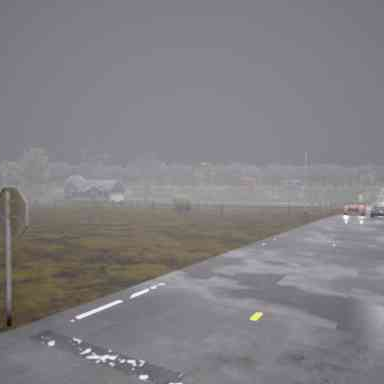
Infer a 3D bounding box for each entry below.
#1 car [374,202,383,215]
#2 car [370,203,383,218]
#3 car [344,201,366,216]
[{"bbox_3d":[24.588,2.089,42.852,1.812,1.442,4.674,0,-1,31],"label":"car"},{"bbox_3d":[19.593,1.951,34.323,1.994,1.385,4.181,0,-1,31],"label":"car"},{"bbox_3d":[19.259,1.814,39.261,2.097,1.767,4.553,0,-1,31],"label":"car"}]
